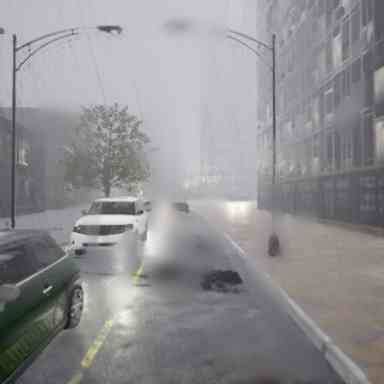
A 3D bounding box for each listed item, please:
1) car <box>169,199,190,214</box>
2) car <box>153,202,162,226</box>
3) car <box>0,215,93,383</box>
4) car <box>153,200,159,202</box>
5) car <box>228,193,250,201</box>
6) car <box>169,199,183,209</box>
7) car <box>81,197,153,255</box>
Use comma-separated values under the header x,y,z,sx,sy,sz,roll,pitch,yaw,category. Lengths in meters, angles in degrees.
x,y,z,sx,sy,sz,roll,pitch,yaw,category
-1.322,1.498,35.324,1.882,1.535,5.008,0,0,-5,car
-3.408,1.615,23.462,1.895,1.301,4.718,0,0,-2,car
-2.907,1.356,3.877,2.097,1.767,4.553,0,0,-1,car
-4.040,1.544,33.720,1.812,1.442,4.674,0,0,-3,car
10.690,1.233,75.599,5.009,1.841,2.192,0,-1,12,car
-2.321,1.627,47.159,1.895,1.301,4.718,0,0,-5,car
-3.081,1.231,13.628,2.150,2.045,5.566,0,0,-1,car
